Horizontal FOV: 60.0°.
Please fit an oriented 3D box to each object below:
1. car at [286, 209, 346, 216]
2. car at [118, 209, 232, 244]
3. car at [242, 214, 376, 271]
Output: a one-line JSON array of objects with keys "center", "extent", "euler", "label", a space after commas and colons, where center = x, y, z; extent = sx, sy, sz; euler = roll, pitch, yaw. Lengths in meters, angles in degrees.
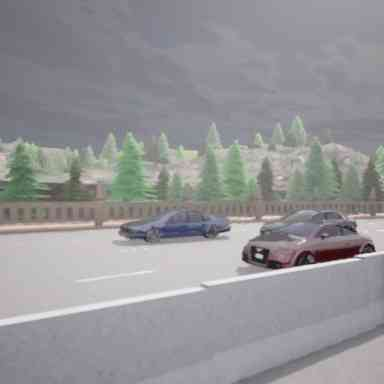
[{"center": [5.325, 1.538, 15.044], "extent": [4.892, 1.490, 1.837], "euler": [0, 0, -27], "label": "car"}, {"center": [-0.669, 1.539, 15.776], "extent": [5.357, 1.411, 2.033], "euler": [0, 0, -30], "label": "car"}, {"center": [3.582, 1.582, 10.088], "extent": [4.181, 1.385, 1.994], "euler": [0, 0, -29], "label": "car"}]
